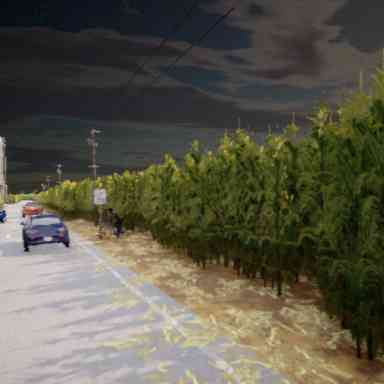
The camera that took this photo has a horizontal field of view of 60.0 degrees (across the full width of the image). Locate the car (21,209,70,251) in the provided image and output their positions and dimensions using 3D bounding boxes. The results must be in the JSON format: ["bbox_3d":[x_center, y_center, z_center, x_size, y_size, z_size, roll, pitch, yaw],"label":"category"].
[{"bbox_3d":[-6.864,1.759,15.512,1.812,1.442,4.674,-2,0,-27],"label":"car"}]

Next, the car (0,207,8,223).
[{"bbox_3d":[-18.535,2.118,31.272,1.882,1.535,5.008,-2,1,-26],"label":"car"}]

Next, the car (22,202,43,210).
[{"bbox_3d":[-18.730,1.991,39.120,2.097,1.767,4.553,-2,0,-26],"label":"car"}]

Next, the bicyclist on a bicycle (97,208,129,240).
[{"bbox_3d":[-4.011,1.627,17.045,1.656,1.620,0.582,0,-1,-27],"label":"bicyclist on a bicycle"}]
